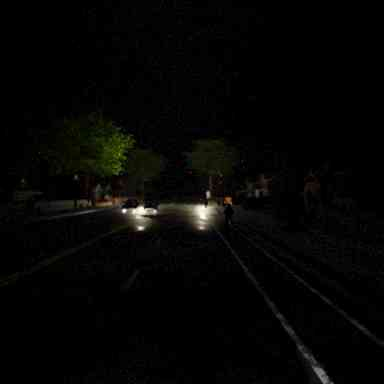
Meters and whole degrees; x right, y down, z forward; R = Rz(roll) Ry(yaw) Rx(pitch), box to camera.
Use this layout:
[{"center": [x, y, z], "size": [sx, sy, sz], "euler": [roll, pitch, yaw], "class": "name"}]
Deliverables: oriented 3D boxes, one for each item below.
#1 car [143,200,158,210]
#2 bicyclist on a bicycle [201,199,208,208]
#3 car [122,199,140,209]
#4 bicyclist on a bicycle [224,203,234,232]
[{"center": [-6.513, 1.976, 52.699], "size": [1.882, 1.535, 5.008], "euler": [0, -1, 0], "class": "car"}, {"center": [2.259, 1.943, 53.528], "size": [0.866, 1.612, 1.509], "euler": [0, 0, 0], "class": "bicyclist on a bicycle"}, {"center": [-9.755, 1.856, 53.431], "size": [2.097, 1.767, 4.553], "euler": [0, 0, 0], "class": "car"}, {"center": [2.253, 1.565, 20.451], "size": [0.659, 1.776, 1.843], "euler": [0, 0, 0], "class": "bicyclist on a bicycle"}]
